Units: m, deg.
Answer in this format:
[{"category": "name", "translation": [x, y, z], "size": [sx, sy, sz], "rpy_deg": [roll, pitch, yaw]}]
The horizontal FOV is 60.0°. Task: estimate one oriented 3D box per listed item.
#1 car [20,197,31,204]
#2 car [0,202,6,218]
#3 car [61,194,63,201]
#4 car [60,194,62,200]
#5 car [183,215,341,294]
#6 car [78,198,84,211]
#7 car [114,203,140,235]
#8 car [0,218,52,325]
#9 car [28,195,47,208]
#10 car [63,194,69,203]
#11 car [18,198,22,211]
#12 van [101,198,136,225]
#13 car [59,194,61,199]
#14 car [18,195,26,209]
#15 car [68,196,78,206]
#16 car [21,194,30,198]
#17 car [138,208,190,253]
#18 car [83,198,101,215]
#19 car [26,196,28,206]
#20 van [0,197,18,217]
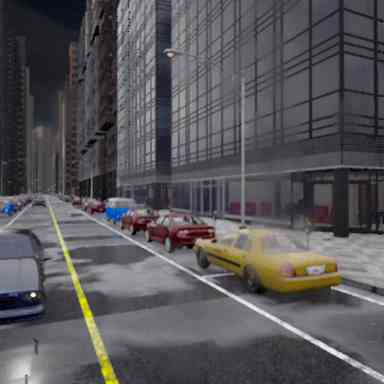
[{"category": "car", "translation": [-33.365, 1.622, 66.664], "size": [1.802, 1.307, 4.206], "rpy_deg": [0, 0, -24]}, {"category": "car", "translation": [-12.964, 1.554, 20.561], "size": [1.887, 1.381, 4.507], "rpy_deg": [0, 0, -24]}, {"category": "car", "translation": [-27.841, 1.618, 75.248], "size": [1.947, 1.339, 4.313], "rpy_deg": [0, 0, -24]}, {"category": "car", "translation": [-30.108, 1.608, 80.371], "size": [2.008, 1.369, 4.403], "rpy_deg": [0, 0, -24]}, {"category": "car", "translation": [1.561, 1.534, 8.805], "size": [1.752, 1.417, 4.829], "rpy_deg": [0, 0, -24]}, {"category": "car", "translation": [-11.972, 1.466, 39.388], "size": [1.967, 1.590, 4.097], "rpy_deg": [0, 0, -24]}, {"category": "car", "translation": [-2.904, 1.559, 18.896], "size": [1.887, 1.381, 4.507], "rpy_deg": [0, 0, -24]}, {"category": "car", "translation": [-4.177, 1.551, 7.275], "size": [2.033, 1.411, 5.357], "rpy_deg": [0, 0, -24]}, {"category": "car", "translation": [-22.481, 1.577, 48.888], "size": [2.033, 1.411, 5.357], "rpy_deg": [0, 0, -24]}, {"category": "car", "translation": [-25.574, 1.613, 70.126], "size": [1.947, 1.339, 4.313], "rpy_deg": [0, 0, -24]}, {"category": "car", "translation": [-19.764, 1.601, 35.929], "size": [1.802, 1.307, 4.206], "rpy_deg": [0, 0, -24]}, {"category": "van", "translation": [-5.170, 1.358, 24.019], "size": [1.690, 1.788, 3.998], "rpy_deg": [0, 0, -24]}, {"category": "car", "translation": [-32.375, 1.503, 85.495], "size": [1.967, 1.590, 4.097], "rpy_deg": [0, 0, -24]}, {"category": "car", "translation": [-22.030, 1.462, 41.052], "size": [1.967, 1.590, 4.097], "rpy_deg": [0, 0, -24]}, {"category": "car", "translation": [-18.773, 1.581, 54.757], "size": [1.887, 1.381, 4.507], "rpy_deg": [0, 0, -24]}, {"category": "car", "translation": [-26.564, 1.469, 51.297], "size": [1.967, 1.590, 4.097], "rpy_deg": [0, 0, -24]}, {"category": "car", "translation": [-0.637, 1.556, 13.773], "size": [1.887, 1.381, 4.507], "rpy_deg": [0, 0, -24]}, {"category": "car", "translation": [-9.705, 1.568, 34.265], "size": [1.887, 1.381, 4.507], "rpy_deg": [0, 0, -24]}, {"category": "car", "translation": [-24.298, 1.591, 46.174], "size": [1.947, 1.339, 4.313], "rpy_deg": [0, 0, -24]}, {"category": "van", "translation": [-17.497, 1.357, 30.807], "size": [1.690, 1.788, 3.998], "rpy_deg": [0, 0, -24]}]
